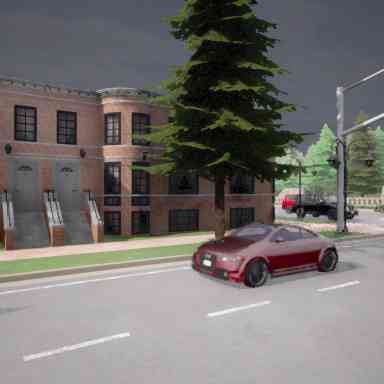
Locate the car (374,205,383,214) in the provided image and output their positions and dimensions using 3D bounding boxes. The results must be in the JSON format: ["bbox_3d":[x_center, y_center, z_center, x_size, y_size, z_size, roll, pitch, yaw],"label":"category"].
[{"bbox_3d":[20.316,1.564,32.723,1.994,1.385,4.181,0,0,-29],"label":"car"}]

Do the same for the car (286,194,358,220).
[{"bbox_3d":[10.933,1.221,27.782,2.150,2.045,5.566,0,0,-28],"label":"car"}]

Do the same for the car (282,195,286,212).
[{"bbox_3d":[11.598,1.221,33.556,2.150,2.045,5.566,0,0,-30],"label":"car"}]

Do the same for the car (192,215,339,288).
[{"bbox_3d":[2.085,1.564,9.217,4.181,1.385,1.994,0,0,-31],"label":"car"}]
